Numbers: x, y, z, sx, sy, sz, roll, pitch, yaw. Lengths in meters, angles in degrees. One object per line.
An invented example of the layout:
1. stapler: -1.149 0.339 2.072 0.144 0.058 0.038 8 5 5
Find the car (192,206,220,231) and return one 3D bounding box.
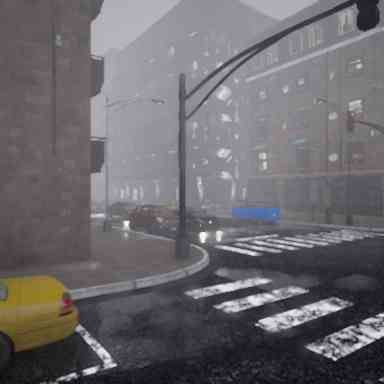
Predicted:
1. car: -0.076 1.622 21.361 1.994 1.385 4.181 0 0 -36

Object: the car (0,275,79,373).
1. car: -3.879 1.519 3.803 4.829 1.417 1.752 0 -1 -35

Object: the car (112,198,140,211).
1. car: -8.609 1.574 43.045 1.887 1.381 4.507 0 0 -36

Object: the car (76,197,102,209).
1. car: -14.570 1.523 46.779 2.128 1.511 4.902 0 0 -36

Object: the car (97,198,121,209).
1. car: -11.926 1.574 47.633 1.887 1.381 4.507 0 0 -36

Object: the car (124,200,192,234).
1. car: -2.141 1.501 19.799 1.967 1.590 4.097 0 0 -36

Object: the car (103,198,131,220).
1. car: -5.909 1.569 29.429 1.812 1.442 4.674 0 0 -36

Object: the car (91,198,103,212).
1. car: -11.846 1.527 37.655 2.128 1.511 4.902 0 0 -36

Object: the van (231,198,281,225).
1. van: 4.661 1.393 24.694 1.690 1.788 3.998 0 0 -36

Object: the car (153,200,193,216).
1. car: -2.074 1.562 34.008 1.752 1.417 4.829 0 0 -36
